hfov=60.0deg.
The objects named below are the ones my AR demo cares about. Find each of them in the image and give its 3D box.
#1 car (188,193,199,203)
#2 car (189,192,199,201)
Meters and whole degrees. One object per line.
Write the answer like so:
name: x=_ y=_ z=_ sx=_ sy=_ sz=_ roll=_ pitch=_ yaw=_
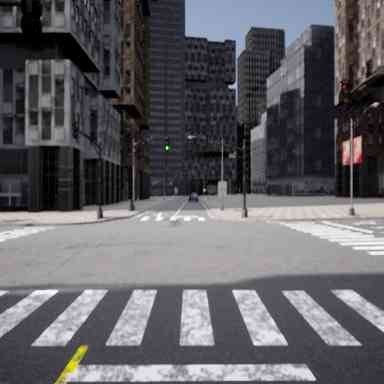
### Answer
car: x=0.290 y=1.214 z=62.942 sx=1.882 sy=1.535 sz=5.008 roll=0 pitch=0 yaw=1
car: x=0.384 y=0.938 z=73.365 sx=2.097 sy=1.767 sz=4.553 roll=0 pitch=0 yaw=1
